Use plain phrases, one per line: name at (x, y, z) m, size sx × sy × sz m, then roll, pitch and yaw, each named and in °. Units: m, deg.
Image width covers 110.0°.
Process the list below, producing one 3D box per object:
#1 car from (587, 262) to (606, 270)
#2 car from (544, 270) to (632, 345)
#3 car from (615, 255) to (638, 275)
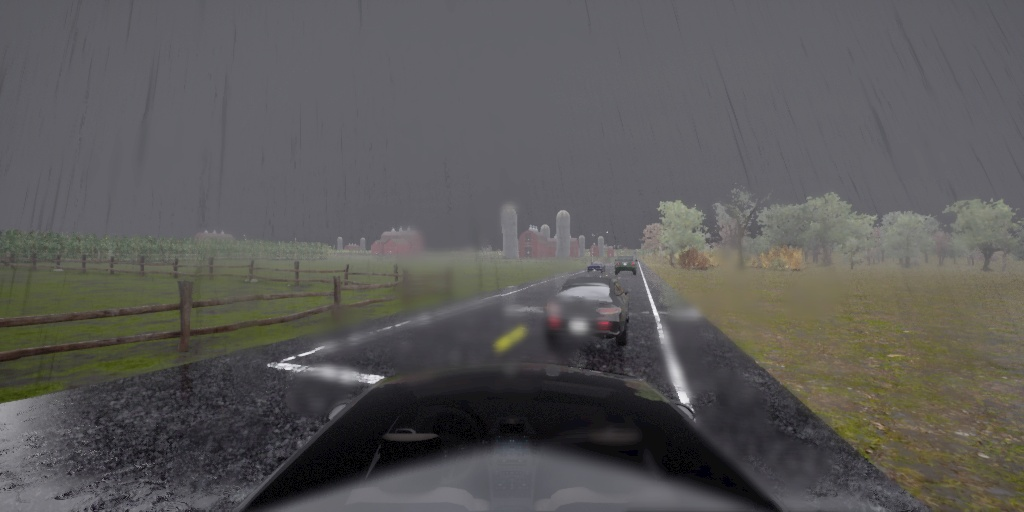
car at (10.340, 1.340, 43.910) m, size 1.895 × 1.301 × 4.718 m, roll 0°, pitch 0°, yaw 19°
car at (2.127, 1.274, 9.532) m, size 1.812 × 1.442 × 4.674 m, roll 0°, pitch 0°, yaw 19°
car at (12.553, 0.961, 39.473) m, size 2.150 × 2.045 × 5.566 m, roll 0°, pitch 0°, yaw 20°
